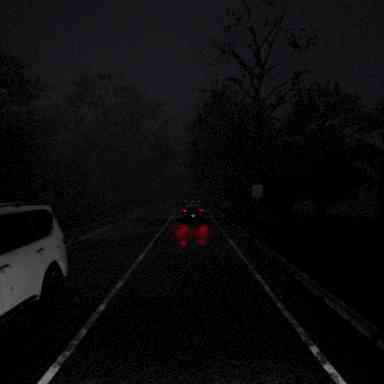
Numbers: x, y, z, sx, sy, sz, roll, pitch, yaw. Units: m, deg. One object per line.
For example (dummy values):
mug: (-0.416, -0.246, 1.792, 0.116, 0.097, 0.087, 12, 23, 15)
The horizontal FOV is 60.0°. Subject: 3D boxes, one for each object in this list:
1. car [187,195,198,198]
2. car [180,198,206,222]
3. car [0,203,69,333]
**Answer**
car: (0.084, 1.217, 41.960, 2.097, 1.767, 4.553, 0, 0, 0)
car: (0.091, 1.463, 25.719, 1.812, 1.442, 4.674, 0, 0, 0)
car: (-3.603, 1.220, 4.636, 2.150, 2.045, 5.566, 0, 0, 0)
